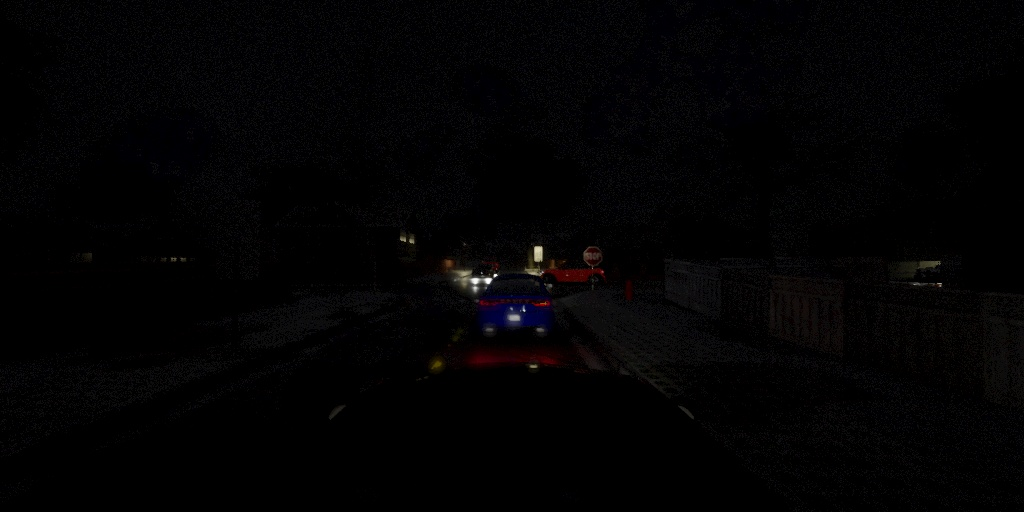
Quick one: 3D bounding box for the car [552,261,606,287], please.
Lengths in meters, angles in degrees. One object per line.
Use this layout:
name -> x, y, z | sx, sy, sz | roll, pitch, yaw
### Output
car -> 4.059, 1.144, 24.421 | 4.553, 1.767, 2.097 | -1, -2, 15

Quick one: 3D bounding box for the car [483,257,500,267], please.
car -> -2.826, 1.163, 46.300 | 2.150, 2.045, 5.566 | 0, 0, 0

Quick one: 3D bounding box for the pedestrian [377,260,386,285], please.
pedestrian -> -9.651, 1.200, 26.591 | 0.375, 1.860, 0.375 | 0, -1, 1

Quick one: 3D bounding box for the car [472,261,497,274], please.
car -> -2.821, 1.427, 35.669 | 1.994, 1.385, 4.181 | 0, 0, 0

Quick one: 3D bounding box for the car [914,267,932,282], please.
car -> 28.969, 0.990, 23.135 | 4.674, 1.442, 1.812 | 0, -2, 1

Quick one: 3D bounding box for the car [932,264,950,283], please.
car -> 27.260, 0.907, 20.214 | 4.674, 1.442, 1.812 | -1, -2, 1

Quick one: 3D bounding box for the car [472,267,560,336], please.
car -> 0.175, 1.241, 10.472 | 1.882, 1.535, 5.008 | 0, 0, 3
